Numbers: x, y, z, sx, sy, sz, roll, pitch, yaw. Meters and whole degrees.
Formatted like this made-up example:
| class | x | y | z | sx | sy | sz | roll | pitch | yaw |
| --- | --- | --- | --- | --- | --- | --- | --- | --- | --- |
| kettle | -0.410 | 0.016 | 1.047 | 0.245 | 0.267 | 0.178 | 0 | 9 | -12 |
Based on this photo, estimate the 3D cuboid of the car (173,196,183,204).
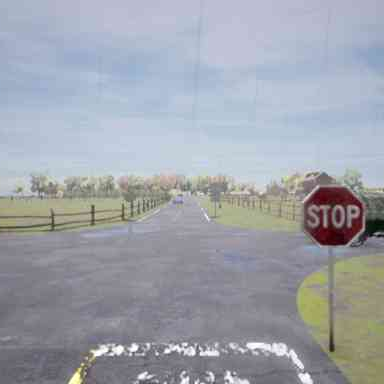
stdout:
| class | x | y | z | sx | sy | sz | roll | pitch | yaw |
| --- | --- | --- | --- | --- | --- | --- | --- | --- | --- |
| car | -2.799 | 1.583 | 65.561 | 1.812 | 1.442 | 4.674 | 0 | 0 | 0 |

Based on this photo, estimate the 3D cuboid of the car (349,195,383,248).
| class | x | y | z | sx | sy | sz | roll | pitch | yaw |
| --- | --- | --- | --- | --- | --- | --- | --- | --- | --- |
| car | 7.700 | 1.132 | 13.718 | 5.566 | 2.045 | 2.150 | 0 | -1 | -1 |
